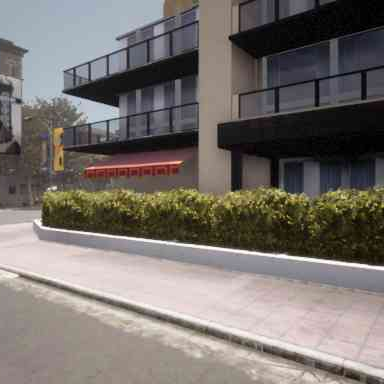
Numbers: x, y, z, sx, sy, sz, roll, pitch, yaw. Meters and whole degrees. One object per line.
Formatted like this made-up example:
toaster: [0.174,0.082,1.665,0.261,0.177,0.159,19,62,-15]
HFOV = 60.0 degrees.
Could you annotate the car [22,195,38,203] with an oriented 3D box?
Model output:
car: [-34.570,1.480,68.227,4.892,1.521,2.231,0,0,37]
